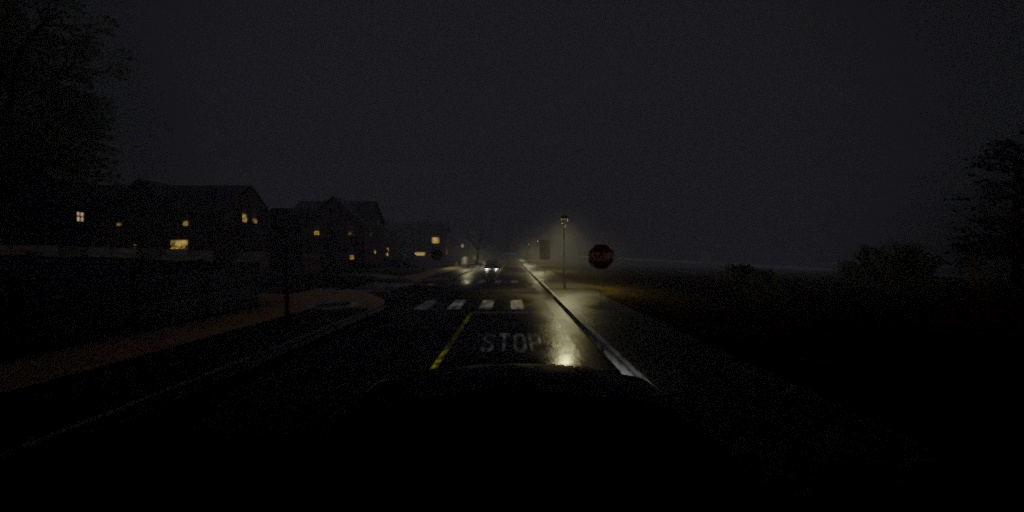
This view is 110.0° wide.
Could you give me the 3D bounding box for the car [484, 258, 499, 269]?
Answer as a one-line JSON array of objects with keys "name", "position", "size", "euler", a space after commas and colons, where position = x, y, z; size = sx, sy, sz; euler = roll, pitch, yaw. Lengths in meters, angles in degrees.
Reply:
[{"name": "car", "position": [-2.759, 0.996, 49.880], "size": [2.033, 1.411, 5.357], "euler": [0, 1, 0]}]
